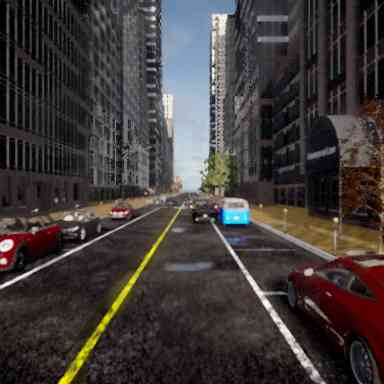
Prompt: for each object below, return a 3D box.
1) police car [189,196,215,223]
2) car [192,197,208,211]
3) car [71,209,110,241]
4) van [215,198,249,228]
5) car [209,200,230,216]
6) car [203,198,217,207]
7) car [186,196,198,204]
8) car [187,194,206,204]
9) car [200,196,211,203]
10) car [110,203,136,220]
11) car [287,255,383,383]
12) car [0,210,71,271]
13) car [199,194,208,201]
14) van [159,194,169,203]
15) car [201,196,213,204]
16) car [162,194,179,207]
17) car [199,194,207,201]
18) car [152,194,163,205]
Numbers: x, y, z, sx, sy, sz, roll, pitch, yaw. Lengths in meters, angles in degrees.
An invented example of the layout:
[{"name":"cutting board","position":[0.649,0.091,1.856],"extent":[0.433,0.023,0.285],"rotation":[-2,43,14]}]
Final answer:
[{"name":"police car","position":[0.897,1.405,25.094],"extent":[1.930,1.638,5.238],"rotation":[0,0,0]},{"name":"car","position":[0.895,1.419,41.174],"extent":[1.801,1.575,5.366],"rotation":[0,0,0]},{"name":"car","position":[-5.692,1.539,16.275],"extent":[2.008,1.369,4.403],"rotation":[0,0,0]},{"name":"van","position":[2.688,1.324,21.965],"extent":[1.690,1.788,3.998],"rotation":[0,0,0]},{"name":"car","position":[2.686,1.553,33.349],"extent":[1.802,1.307,4.206],"rotation":[0,0,0]},{"name":"car","position":[2.685,1.536,50.427],"extent":[1.802,1.307,4.206],"rotation":[0,0,0]},{"name":"car","position":[-0.007,1.431,60.746],"extent":[2.128,1.511,4.902],"rotation":[0,0,0]},{"name":"car","position":[0.846,1.322,34.946],"extent":[2.097,1.767,4.553],"rotation":[0,0,-1]},{"name":"car","position":[2.683,1.477,67.504],"extent":[2.008,1.369,4.403],"rotation":[0,0,0]},{"name":"car","position":[-5.694,1.559,27.659],"extent":[1.802,1.307,4.206],"rotation":[0,0,0]},{"name":"car","position":[2.690,1.580,4.889],"extent":[1.802,1.307,4.206],"rotation":[0,0,0]},{"name":"car","position":[-5.692,1.434,10.583],"extent":[1.967,1.590,4.097],"rotation":[0,0,0]},{"name":"car","position":[2.682,1.338,78.889],"extent":[1.967,1.590,4.097],"rotation":[0,0,0]},{"name":"van","position":[-5.698,1.268,67.507],"extent":[1.690,1.788,3.998],"rotation":[0,0,0]},{"name":"car","position":[2.684,1.488,61.812],"extent":[2.008,1.369,4.403],"rotation":[0,0,0]},{"name":"car","position":[-3.086,1.458,50.853],"extent":[1.837,1.490,4.892],"rotation":[0,0,0]},{"name":"car","position":[2.681,1.324,84.581],"extent":[1.967,1.590,4.097],"rotation":[0,0,0]},{"name":"car","position":[-5.697,1.498,56.122],"extent":[2.008,1.369,4.403],"rotation":[0,0,0]}]
